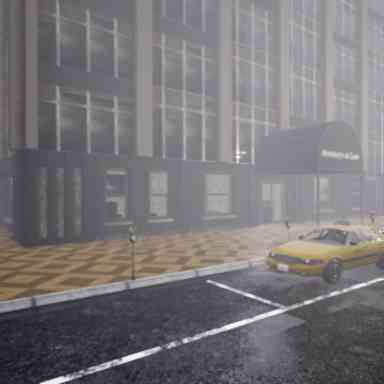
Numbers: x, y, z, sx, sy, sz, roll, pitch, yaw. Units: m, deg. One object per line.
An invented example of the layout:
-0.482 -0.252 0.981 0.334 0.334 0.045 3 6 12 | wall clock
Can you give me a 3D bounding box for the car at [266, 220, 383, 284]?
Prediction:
4.192 1.532 9.569 4.829 1.417 1.752 0 0 -36 | car
